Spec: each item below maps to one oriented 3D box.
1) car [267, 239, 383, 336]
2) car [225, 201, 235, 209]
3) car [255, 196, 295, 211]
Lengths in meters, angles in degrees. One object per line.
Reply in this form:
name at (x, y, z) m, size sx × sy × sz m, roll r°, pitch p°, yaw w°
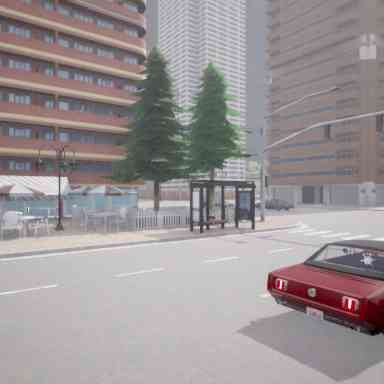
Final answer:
car at (3.718, 1.601, 6.461) m, size 4.718 × 1.301 × 1.895 m, roll 0°, pitch 0°, yaw -36°
car at (3.053, 1.533, 40.164) m, size 1.882 × 1.535 × 5.008 m, roll 0°, pitch 0°, yaw -36°
car at (10.403, 1.603, 42.248) m, size 2.033 × 1.411 × 5.357 m, roll 0°, pitch 0°, yaw -36°
